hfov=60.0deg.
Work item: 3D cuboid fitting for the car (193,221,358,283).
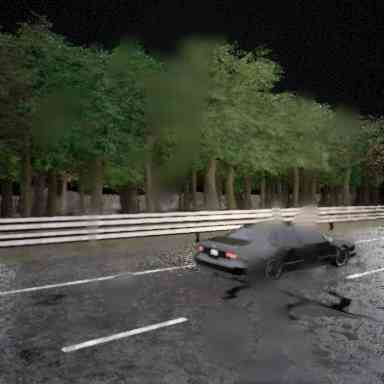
[{"bbox_3d":[2.638,1.582,9.800,5.357,1.411,2.033,0,0,-34],"label":"car"}]
